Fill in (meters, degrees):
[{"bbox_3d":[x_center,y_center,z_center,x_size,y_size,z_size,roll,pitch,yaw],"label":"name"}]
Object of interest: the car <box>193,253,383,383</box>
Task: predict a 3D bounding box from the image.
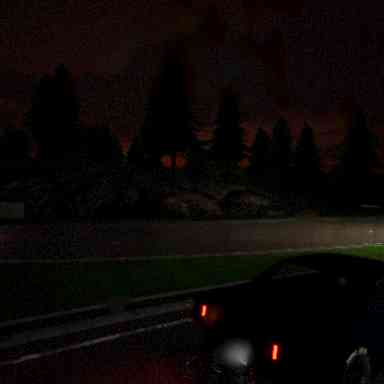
[{"bbox_3d":[2.473,1.635,4.989,4.718,1.301,1.895,1,0,-30],"label":"car"}]
